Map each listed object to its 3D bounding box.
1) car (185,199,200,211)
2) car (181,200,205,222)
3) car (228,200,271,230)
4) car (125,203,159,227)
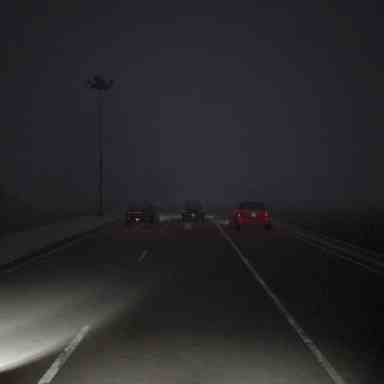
[{"bbox_3d":[0.067,1.632,42.660,1.895,1.301,4.718,0,0,0],"label":"car"},{"bbox_3d":[0.092,1.545,26.815,1.812,1.442,4.674,0,0,0],"label":"car"},{"bbox_3d":[3.600,1.368,21.548,2.097,1.767,4.553,0,0,0],"label":"car"},{"bbox_3d":[-3.400,1.508,23.211,2.128,1.511,4.902,0,0,0],"label":"car"}]
